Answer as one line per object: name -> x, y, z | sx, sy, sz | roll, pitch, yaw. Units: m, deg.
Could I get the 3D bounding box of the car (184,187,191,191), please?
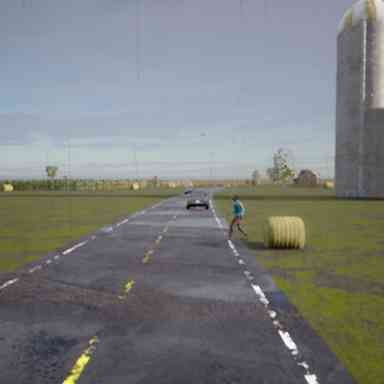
car -> -0.464, -0.185, 64.173 | 2.033, 1.411, 5.357 | 0, 2, 5

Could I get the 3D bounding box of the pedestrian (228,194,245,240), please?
pedestrian -> 1.708, 0.950, 12.805 | 0.375, 1.860, 0.375 | -1, 2, -2

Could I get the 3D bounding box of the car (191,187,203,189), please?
car -> 1.208, 0.277, 45.490 | 1.837, 1.490, 4.892 | 0, 0, 3

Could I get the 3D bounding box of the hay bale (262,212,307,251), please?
hay bale -> 3.169, 1.344, 11.583 | 1.220, 1.180, 1.240 | 0, 2, 1

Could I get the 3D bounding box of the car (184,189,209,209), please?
car -> 0.568, 0.747, 30.547 | 1.994, 1.385, 4.181 | 0, 2, 2
